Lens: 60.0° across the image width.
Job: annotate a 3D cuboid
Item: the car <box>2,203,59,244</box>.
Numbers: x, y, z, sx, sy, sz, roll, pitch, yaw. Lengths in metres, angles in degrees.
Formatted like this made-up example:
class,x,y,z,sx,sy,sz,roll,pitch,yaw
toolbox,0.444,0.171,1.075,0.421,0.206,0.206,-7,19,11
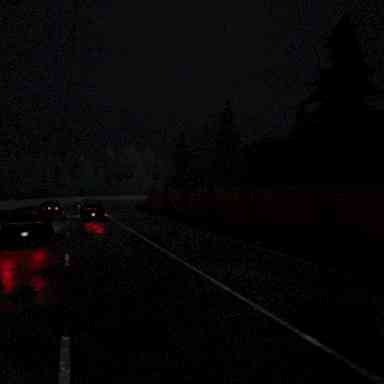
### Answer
class,x,y,z,sx,sy,sz,roll,pitch,yaw
car,-7.731,1.508,15.948,2.128,1.511,4.902,0,0,-20

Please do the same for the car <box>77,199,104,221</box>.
class,x,y,z,sx,sy,sz,roll,pitch,yaw
car,-8.514,1.525,28.130,1.837,1.490,4.892,0,0,-20

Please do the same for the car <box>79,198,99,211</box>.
class,x,y,z,sx,sy,sz,roll,pitch,yaw
car,-13.170,1.579,42.806,2.033,1.411,5.357,0,0,-11

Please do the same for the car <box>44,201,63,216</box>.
class,x,y,z,sx,sy,sz,roll,pitch,yaw
car,-13.879,1.578,32.760,2.033,1.411,5.357,0,0,-19
